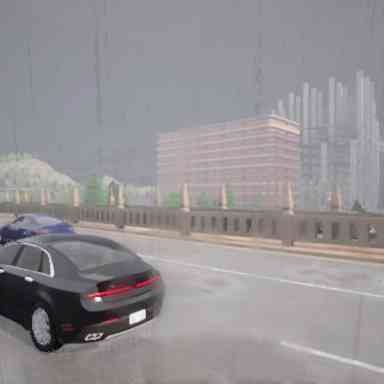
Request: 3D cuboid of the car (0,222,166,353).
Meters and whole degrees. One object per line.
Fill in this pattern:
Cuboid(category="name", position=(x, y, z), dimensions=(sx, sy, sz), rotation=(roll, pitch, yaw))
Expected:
Cuboid(category="car", position=(-2.659, 1.558, 6.315), dimensions=(4.892, 1.490, 1.837), rotation=(0, 0, 39))

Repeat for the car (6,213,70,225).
Cuboid(category="car", position=(-6.866, 1.647, 14.551), dimensions=(4.674, 1.442, 1.812), rotation=(0, -1, 41))
